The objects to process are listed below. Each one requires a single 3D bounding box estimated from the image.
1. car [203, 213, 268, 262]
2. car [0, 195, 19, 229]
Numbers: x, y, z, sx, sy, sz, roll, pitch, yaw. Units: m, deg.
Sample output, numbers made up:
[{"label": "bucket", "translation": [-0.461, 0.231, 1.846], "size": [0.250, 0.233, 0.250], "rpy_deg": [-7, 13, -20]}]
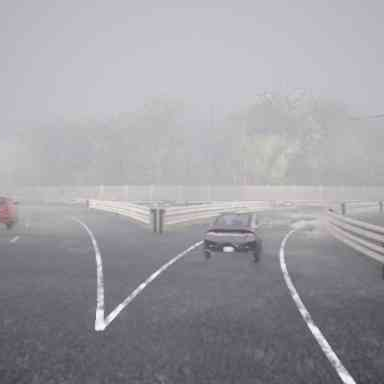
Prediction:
[{"label": "car", "translation": [1.708, 1.511, 12.362], "size": [2.128, 1.511, 4.902], "rpy_deg": [0, 0, 14]}, {"label": "car", "translation": [-12.433, 1.205, 21.141], "size": [2.150, 2.045, 5.566], "rpy_deg": [0, 0, -23]}]
